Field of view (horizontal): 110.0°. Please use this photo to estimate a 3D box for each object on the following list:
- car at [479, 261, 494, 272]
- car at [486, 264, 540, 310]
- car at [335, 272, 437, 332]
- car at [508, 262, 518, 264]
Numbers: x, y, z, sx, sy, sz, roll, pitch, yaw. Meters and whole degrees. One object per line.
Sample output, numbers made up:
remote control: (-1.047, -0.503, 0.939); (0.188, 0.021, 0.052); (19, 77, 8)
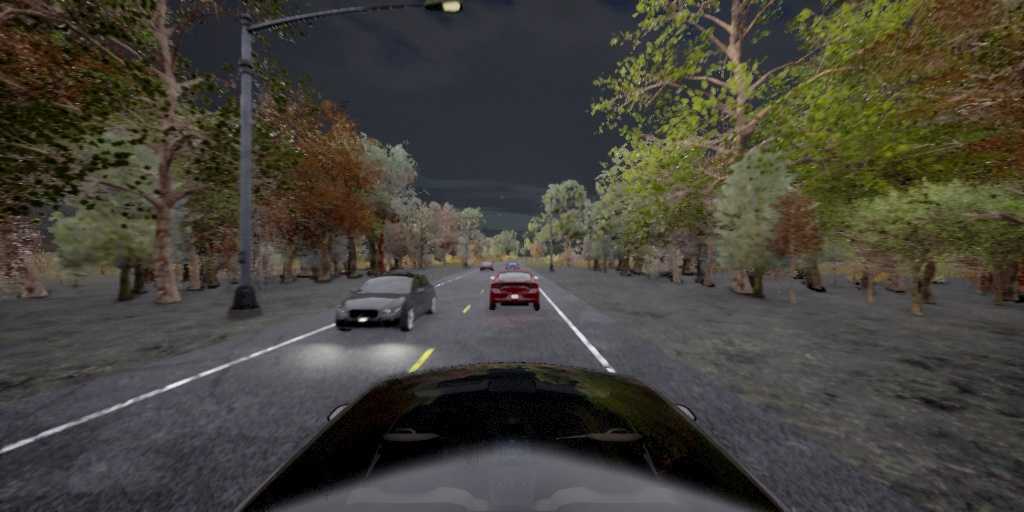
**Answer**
car: (-3.561, 1.434, 51.459); (1.882, 1.535, 5.008); (0, 0, 1)
car: (0.100, 1.286, 15.197); (1.882, 1.535, 5.008); (0, 0, 0)
car: (-3.598, 1.293, 11.081); (1.837, 1.490, 4.892); (0, 0, 0)
car: (0.100, 1.470, 47.595); (1.812, 1.442, 4.674); (0, 0, 0)
